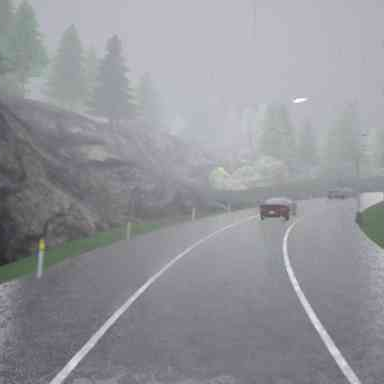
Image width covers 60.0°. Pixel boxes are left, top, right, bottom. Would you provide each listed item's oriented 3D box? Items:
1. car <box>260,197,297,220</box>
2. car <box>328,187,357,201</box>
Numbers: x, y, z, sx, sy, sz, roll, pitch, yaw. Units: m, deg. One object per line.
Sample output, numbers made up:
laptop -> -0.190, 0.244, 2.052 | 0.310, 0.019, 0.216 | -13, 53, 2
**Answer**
car -> 6.247, 1.076, 23.719 | 1.882, 1.535, 5.008 | -1, 1, 26
car -> 17.529, 0.137, 38.656 | 4.902, 1.511, 2.128 | -5, 1, -44
